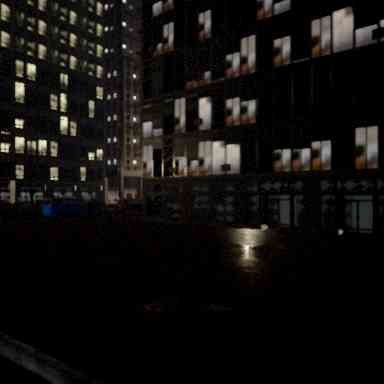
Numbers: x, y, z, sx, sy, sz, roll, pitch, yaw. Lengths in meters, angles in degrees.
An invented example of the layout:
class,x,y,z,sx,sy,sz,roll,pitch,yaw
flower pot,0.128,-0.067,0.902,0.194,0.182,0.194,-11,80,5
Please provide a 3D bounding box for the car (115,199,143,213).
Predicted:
class,x,y,z,sx,sy,sz,roll,pitch,yaw
car,-6.504,1.535,36.884,1.967,1.590,4.097,0,0,37

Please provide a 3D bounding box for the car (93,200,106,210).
class,x,y,z,sx,sy,sz,roll,pitch,yaw
car,-12.756,1.689,41.680,1.802,1.307,4.206,0,0,37

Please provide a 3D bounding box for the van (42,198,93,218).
class,x,y,z,sx,sy,sz,roll,pitch,yaw
van,-11.455,1.431,30.247,1.690,1.788,3.998,0,0,37

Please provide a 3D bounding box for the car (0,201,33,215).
class,x,y,z,sx,sy,sz,roll,pitch,yaw
car,-18.851,1.627,33.948,1.752,1.417,4.829,0,0,37
